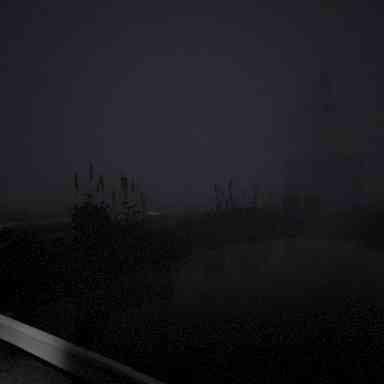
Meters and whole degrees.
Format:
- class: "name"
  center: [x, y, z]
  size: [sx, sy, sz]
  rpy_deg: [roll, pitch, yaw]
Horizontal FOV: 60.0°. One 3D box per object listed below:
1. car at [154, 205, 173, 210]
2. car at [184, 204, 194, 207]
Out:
- class: "car"
  center: [-5.654, 3.027, 61.335]
  size: [2.033, 1.411, 5.357]
  rpy_deg: [-1, -1, 34]
- class: "car"
  center: [-0.198, 2.931, 63.674]
  size: [2.033, 1.411, 5.357]
  rpy_deg: [-1, -1, 34]
